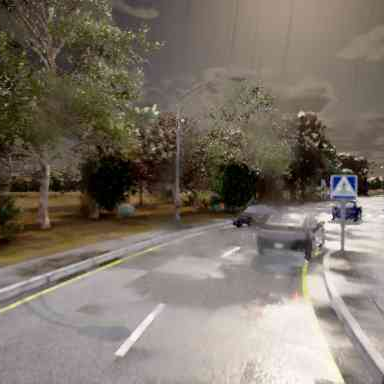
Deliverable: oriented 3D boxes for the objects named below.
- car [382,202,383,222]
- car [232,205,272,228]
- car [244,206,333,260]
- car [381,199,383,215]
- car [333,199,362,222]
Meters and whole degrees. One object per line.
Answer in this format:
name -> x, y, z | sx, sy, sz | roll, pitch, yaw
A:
car -> 17.503, 1.637, 24.907 | 5.366, 1.575, 1.946 | 1, 1, 12
car -> 4.382, 1.536, 21.506 | 2.033, 1.411, 5.357 | 1, 0, 29
car -> 3.910, 1.508, 12.770 | 2.128, 1.511, 4.902 | 1, 0, 28
car -> 21.854, 1.555, 32.662 | 5.366, 1.575, 1.946 | 1, 2, 12
car -> 13.034, 1.550, 27.921 | 1.882, 1.535, 5.008 | 1, 1, 32
